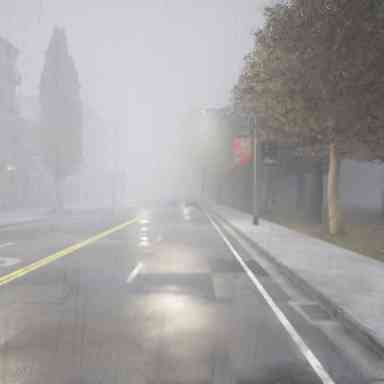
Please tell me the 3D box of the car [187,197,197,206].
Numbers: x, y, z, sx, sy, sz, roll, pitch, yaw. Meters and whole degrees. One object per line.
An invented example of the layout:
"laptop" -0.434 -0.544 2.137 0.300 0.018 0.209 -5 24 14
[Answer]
"car" 0.021 1.705 59.514 1.812 1.442 4.674 0 0 0

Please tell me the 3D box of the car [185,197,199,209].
"car" 0.018 1.555 50.726 2.097 1.767 4.553 0 0 0

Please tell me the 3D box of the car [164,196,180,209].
"car" -3.232 1.708 50.341 1.837 1.490 4.892 0 0 0

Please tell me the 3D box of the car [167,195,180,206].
"car" -3.229 1.532 59.484 2.097 1.767 4.553 0 0 0
